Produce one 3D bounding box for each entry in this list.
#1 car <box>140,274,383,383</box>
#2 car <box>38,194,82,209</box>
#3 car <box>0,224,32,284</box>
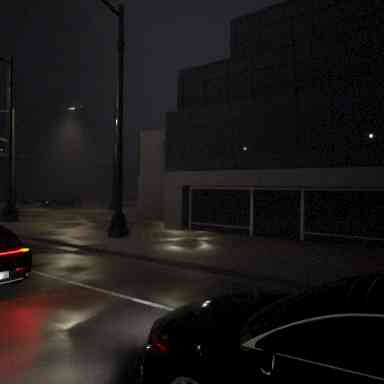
[{"bbox_3d":[1.703,1.503,2.780,4.892,1.490,1.837,0,0,36],"label":"car"},{"bbox_3d":[-14.743,1.039,37.293,1.837,1.490,4.892,1,1,36],"label":"car"},{"bbox_3d":[-5.826,1.415,8.121,4.892,1.490,1.837,1,0,35],"label":"car"}]
